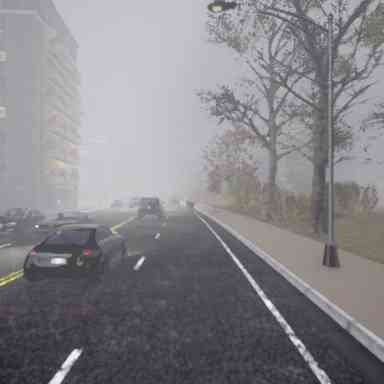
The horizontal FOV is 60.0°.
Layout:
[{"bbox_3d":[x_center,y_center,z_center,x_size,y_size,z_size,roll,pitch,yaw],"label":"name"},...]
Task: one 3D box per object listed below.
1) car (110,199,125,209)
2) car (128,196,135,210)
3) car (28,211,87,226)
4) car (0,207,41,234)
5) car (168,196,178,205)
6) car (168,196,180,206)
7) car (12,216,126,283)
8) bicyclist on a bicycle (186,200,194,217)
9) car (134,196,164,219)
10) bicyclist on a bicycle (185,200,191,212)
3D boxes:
[{"bbox_3d":[-11.967,1.978,53.694,1.837,1.490,4.892,0,0,-4],"label":"car"},{"bbox_3d":[-8.594,1.676,52.103,2.150,2.045,5.566,0,0,-4],"label":"car"},{"bbox_3d":[-6.877,1.769,18.335,1.895,1.301,4.718,0,0,-2],"label":"car"},{"bbox_3d":[-10.167,1.674,19.555,2.128,1.511,4.902,0,0,-2],"label":"car"},{"bbox_3d":[-4.558,1.883,78.844,2.150,2.045,5.566,0,0,-7],"label":"car"},{"bbox_3d":[-3.489,2.085,69.010,1.837,1.490,4.892,0,-1,-5],"label":"car"},{"bbox_3d":[-3.255,1.656,10.033,1.994,1.385,4.181,0,0,-1],"label":"car"},{"bbox_3d":[-0.012,1.748,34.530,0.582,1.620,1.656,0,-1,-3],"label":"bicyclist on a bicycle"},{"bbox_3d":[-3.950,1.503,32.238,2.150,2.045,5.566,0,0,-3],"label":"car"},{"bbox_3d":[-0.530,1.824,43.602,0.582,1.620,1.656,0,-1,-4],"label":"bicyclist on a bicycle"}]
